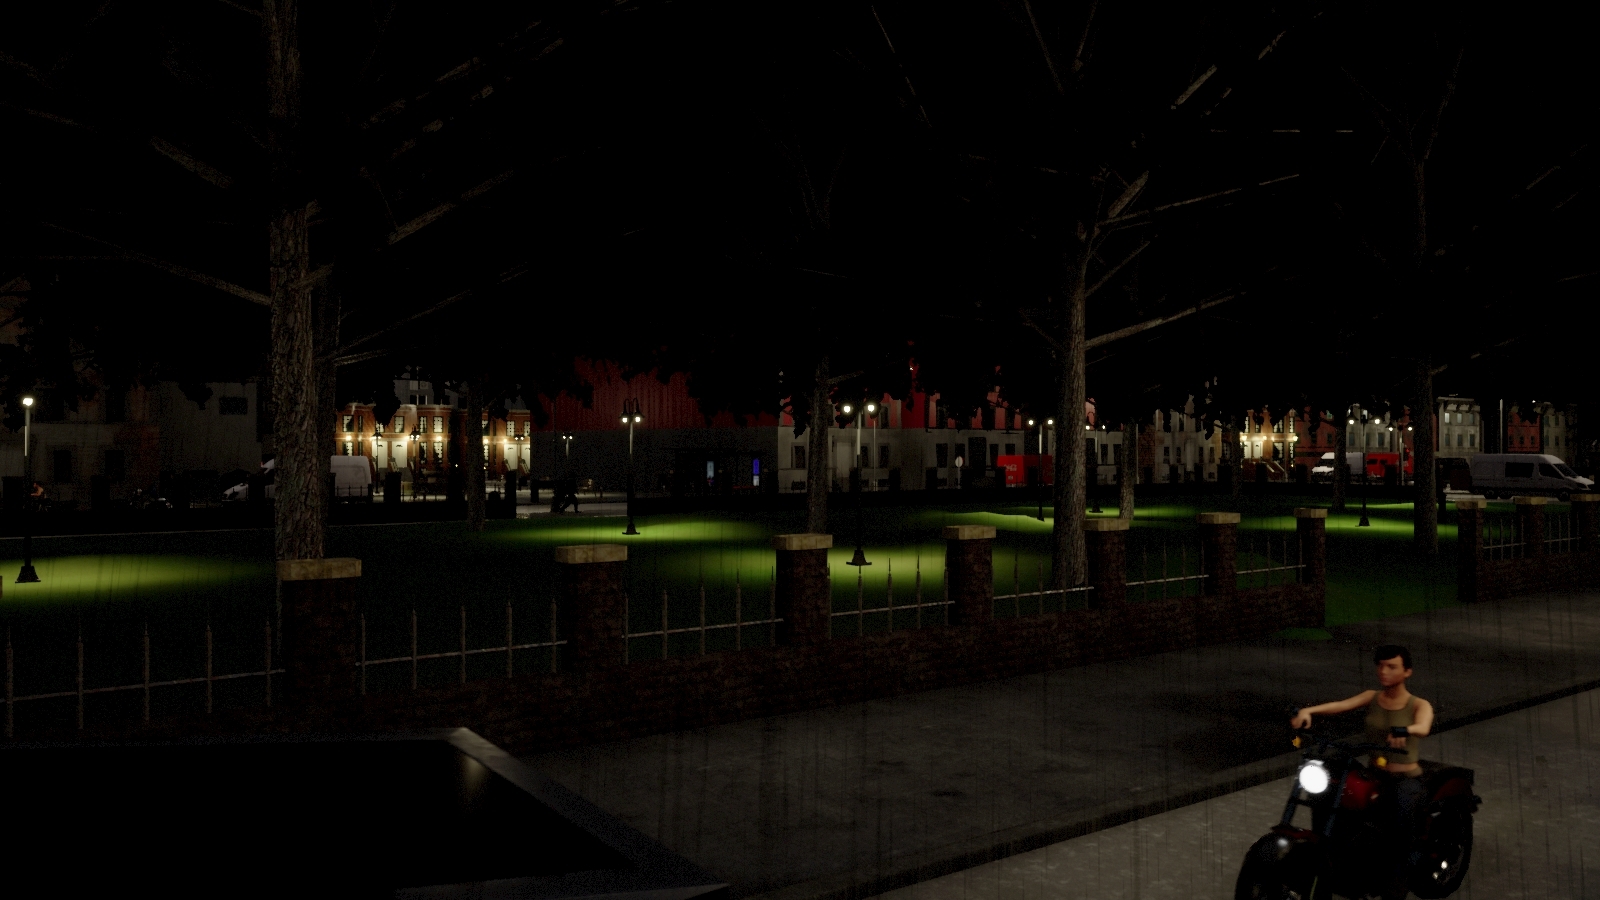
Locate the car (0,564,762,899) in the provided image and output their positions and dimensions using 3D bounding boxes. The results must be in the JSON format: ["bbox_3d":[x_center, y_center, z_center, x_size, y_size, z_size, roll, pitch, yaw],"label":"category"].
[{"bbox_3d":[-3.349,1.534,2.062,6.274,2.098,2.390,0,0,-35],"label":"car"}]

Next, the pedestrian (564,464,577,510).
[{"bbox_3d":[-9.481,1.517,47.204,0.375,1.860,0.375,0,0,-35],"label":"pedestrian"}]
